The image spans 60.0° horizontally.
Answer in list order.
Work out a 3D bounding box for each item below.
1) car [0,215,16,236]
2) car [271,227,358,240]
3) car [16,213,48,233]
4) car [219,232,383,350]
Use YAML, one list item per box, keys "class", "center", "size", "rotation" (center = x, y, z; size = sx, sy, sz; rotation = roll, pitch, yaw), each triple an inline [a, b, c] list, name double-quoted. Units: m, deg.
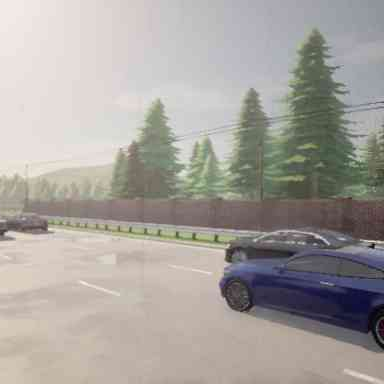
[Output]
- class: "car"
  center: [-13.847, 2.163, 21.918]
  size: [5.357, 1.411, 2.033]
  rotation: [-1, -3, 43]
- class: "car"
  center: [3.277, 1.877, 10.719]
  size: [4.902, 1.511, 2.128]
  rotation: [-1, -3, 43]
- class: "car"
  center: [-12.842, 2.313, 25.764]
  size: [4.181, 1.385, 1.994]
  rotation: [-1, -3, 43]
- class: "car"
  center: [2.690, 1.768, 6.479]
  size: [4.674, 1.442, 1.812]
  rotation: [-1, -3, 43]
